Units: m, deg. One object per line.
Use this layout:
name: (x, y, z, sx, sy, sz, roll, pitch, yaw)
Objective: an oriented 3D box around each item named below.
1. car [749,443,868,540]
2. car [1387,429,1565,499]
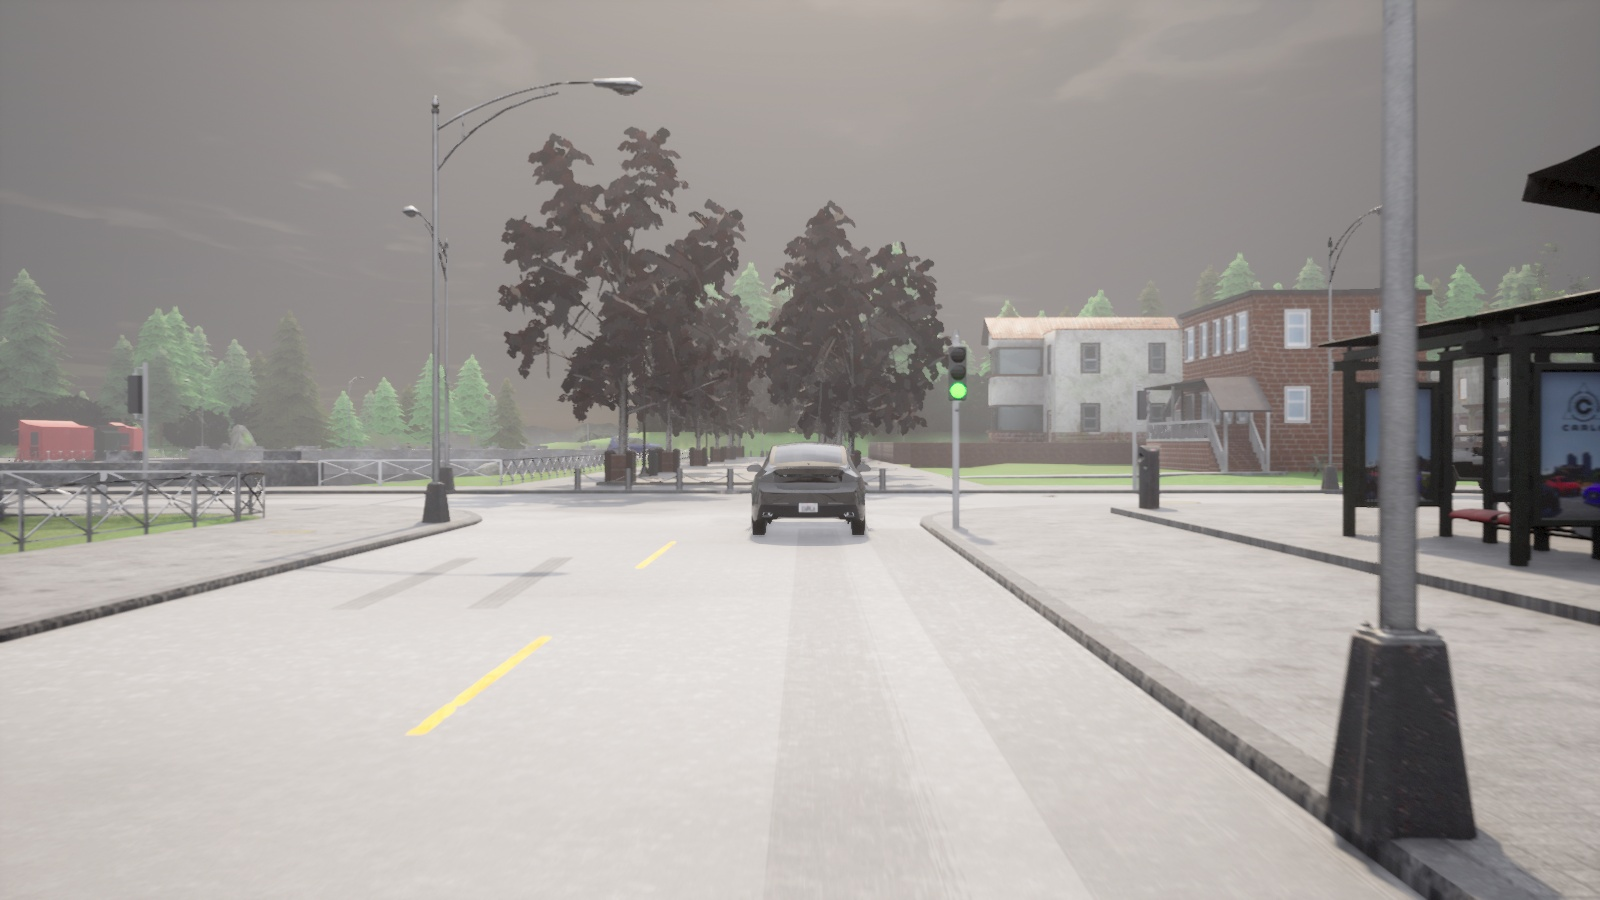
car: (0.155, 0.629, 21.782, 1.837, 1.490, 4.892, 0, 0, 1)
car: (18.523, 0.363, 34.527, 3.866, 1.878, 1.905, 0, 0, 1)
